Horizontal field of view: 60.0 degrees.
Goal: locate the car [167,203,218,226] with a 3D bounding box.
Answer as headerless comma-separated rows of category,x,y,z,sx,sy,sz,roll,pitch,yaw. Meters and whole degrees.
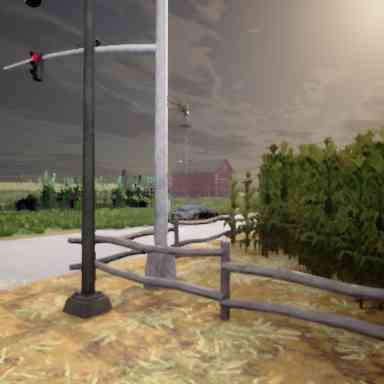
car,0.090,1.474,22.932,1.994,1.385,4.181,0,0,35
